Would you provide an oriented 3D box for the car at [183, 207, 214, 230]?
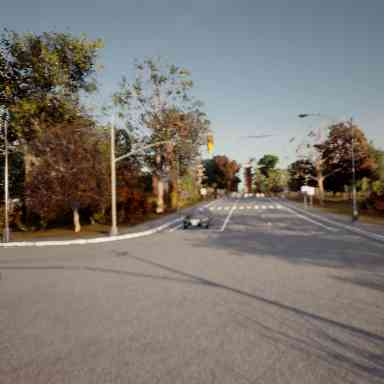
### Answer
[{"bbox_3d":[0.546,1.866,24.660,2.128,1.511,4.902,-2,0,9],"label":"car"}]
